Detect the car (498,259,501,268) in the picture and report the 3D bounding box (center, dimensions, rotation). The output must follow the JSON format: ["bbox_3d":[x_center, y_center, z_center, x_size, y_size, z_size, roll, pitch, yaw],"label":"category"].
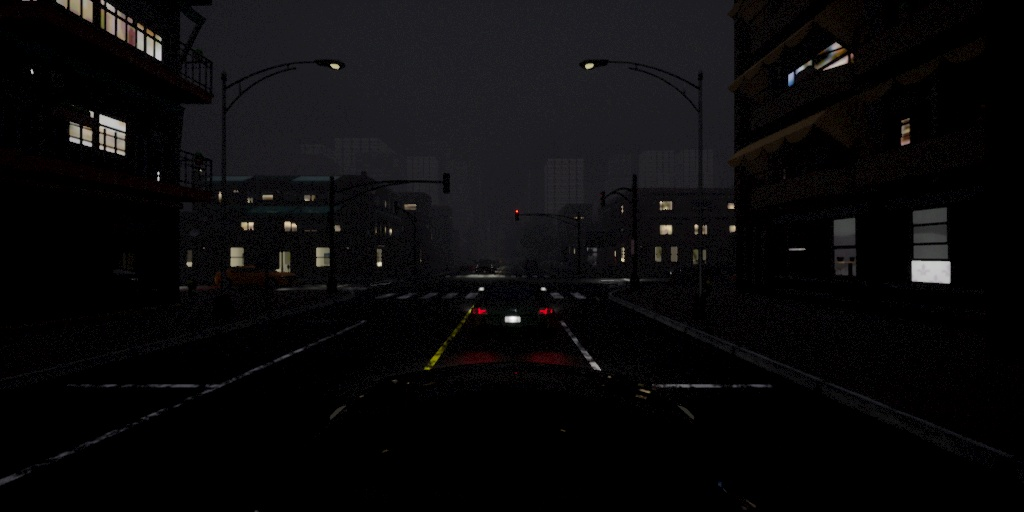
[{"bbox_3d":[-3.066,1.303,50.540,2.033,1.411,5.357,0,0,0],"label":"car"}]

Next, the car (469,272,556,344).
[{"bbox_3d":[0.014,1.312,9.611,1.994,1.385,4.181,0,0,0],"label":"car"}]

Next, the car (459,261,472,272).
[{"bbox_3d":[-5.751,1.298,46.488,1.888,1.381,4.507,0,0,0],"label":"car"}]

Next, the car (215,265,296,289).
[{"bbox_3d":[-17.783,1.410,25.014,5.008,1.535,1.882,-1,0,0],"label":"car"}]

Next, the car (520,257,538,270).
[{"bbox_3d":[2.721,1.071,52.004,2.192,1.841,5.009,0,0,0],"label":"car"}]

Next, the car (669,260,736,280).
[{"bbox_3d":[14.953,1.050,28.214,4.902,1.511,2.128,-1,0,0],"label":"car"}]

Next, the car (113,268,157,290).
[{"bbox_3d":[-27.695,1.576,25.015,4.674,1.442,1.812,-1,0,0],"label":"car"}]

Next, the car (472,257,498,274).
[{"bbox_3d":[-3.012,1.101,40.674,2.097,1.767,4.553,0,0,-2],"label":"car"}]
